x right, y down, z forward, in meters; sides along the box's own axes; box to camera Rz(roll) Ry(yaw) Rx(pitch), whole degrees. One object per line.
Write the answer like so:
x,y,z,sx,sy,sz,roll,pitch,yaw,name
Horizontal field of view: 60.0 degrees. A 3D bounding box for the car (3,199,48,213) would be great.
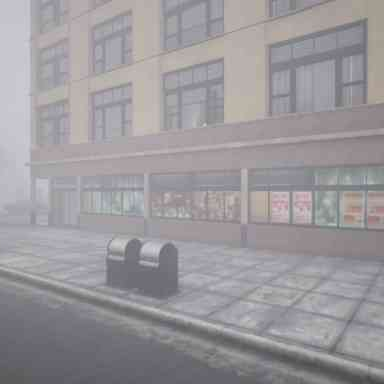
-17.973,1.526,36.327,1.812,1.442,4.674,0,0,36,car
